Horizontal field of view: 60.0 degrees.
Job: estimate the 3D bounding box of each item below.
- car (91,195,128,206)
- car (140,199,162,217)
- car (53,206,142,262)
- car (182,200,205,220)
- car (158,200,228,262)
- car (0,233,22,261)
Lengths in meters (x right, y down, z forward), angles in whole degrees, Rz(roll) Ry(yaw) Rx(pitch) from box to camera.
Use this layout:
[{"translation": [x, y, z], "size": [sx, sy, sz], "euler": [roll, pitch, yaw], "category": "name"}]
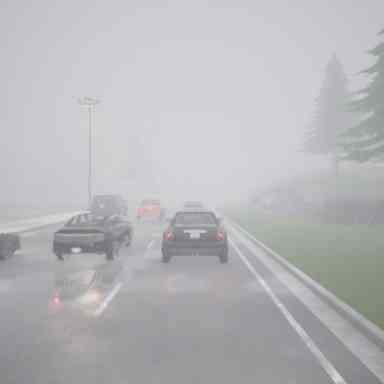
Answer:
[{"translation": [-6.899, 1.230, 28.188], "size": [2.150, 2.045, 5.566], "euler": [0, 0, 0], "category": "car"}, {"translation": [-3.400, 1.361, 28.914], "size": [2.097, 1.767, 4.553], "euler": [0, 0, 0], "category": "car"}, {"translation": [-3.403, 1.495, 12.218], "size": [2.128, 1.511, 4.902], "euler": [0, 0, 0], "category": "car"}, {"translation": [0.101, 1.513, 29.239], "size": [1.837, 1.490, 4.892], "euler": [0, 0, 0], "category": "car"}, {"translation": [0.096, 1.355, 12.272], "size": [2.097, 1.767, 4.553], "euler": [0, 0, 0], "category": "car"}, {"translation": [-6.903, 1.550, 9.221], "size": [2.033, 1.411, 5.357], "euler": [0, 0, 0], "category": "car"}]
